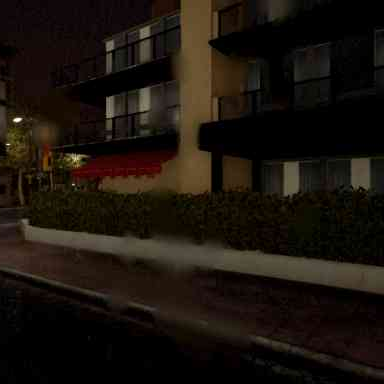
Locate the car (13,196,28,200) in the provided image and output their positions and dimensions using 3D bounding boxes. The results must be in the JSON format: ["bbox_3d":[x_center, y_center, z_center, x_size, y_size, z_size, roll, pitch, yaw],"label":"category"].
[{"bbox_3d":[-36.180,1.481,67.980,4.892,1.521,2.231,0,0,36],"label":"car"}]
